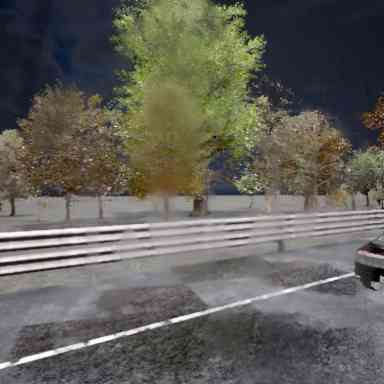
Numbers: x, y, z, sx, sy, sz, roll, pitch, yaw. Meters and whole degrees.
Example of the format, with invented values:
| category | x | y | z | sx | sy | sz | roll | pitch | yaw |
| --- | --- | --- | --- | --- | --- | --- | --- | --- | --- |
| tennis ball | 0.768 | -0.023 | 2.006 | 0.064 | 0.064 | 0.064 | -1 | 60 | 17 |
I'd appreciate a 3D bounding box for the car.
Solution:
| category | x | y | z | sx | sy | sz | roll | pitch | yaw |
| --- | --- | --- | --- | --- | --- | --- | --- | --- | --- |
| car | 5.741 | 1.488 | 7.752 | 4.902 | 1.511 | 2.128 | 0 | 0 | -35 |
